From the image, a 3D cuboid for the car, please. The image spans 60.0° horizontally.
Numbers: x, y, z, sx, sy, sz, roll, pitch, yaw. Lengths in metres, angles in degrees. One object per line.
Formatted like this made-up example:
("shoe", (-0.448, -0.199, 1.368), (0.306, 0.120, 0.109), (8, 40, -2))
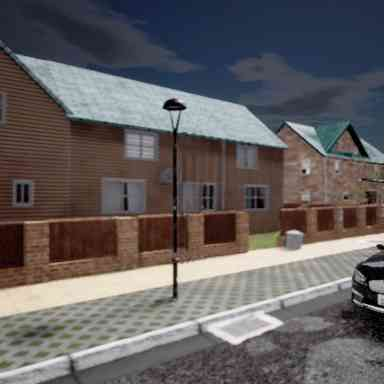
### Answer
("car", (5.156, 1.496, 6.737), (4.902, 1.511, 2.128), (0, 0, -35))
